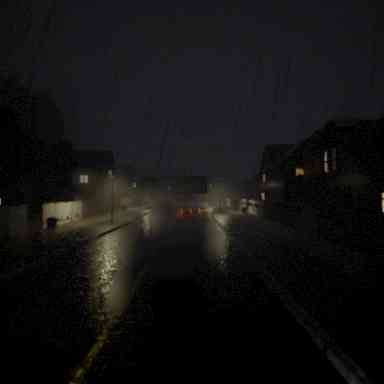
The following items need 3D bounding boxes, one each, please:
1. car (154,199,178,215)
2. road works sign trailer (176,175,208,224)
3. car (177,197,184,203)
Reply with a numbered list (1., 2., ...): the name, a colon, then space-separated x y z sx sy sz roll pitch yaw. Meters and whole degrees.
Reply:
1. car: -2.841 1.671 35.462 1.994 1.385 4.181 0 0 0
2. road works sign trailer: -0.001 0.522 25.486 2.380 3.560 2.880 0 0 1
3. car: -2.745 1.852 76.322 2.033 1.411 5.357 0 -1 0
